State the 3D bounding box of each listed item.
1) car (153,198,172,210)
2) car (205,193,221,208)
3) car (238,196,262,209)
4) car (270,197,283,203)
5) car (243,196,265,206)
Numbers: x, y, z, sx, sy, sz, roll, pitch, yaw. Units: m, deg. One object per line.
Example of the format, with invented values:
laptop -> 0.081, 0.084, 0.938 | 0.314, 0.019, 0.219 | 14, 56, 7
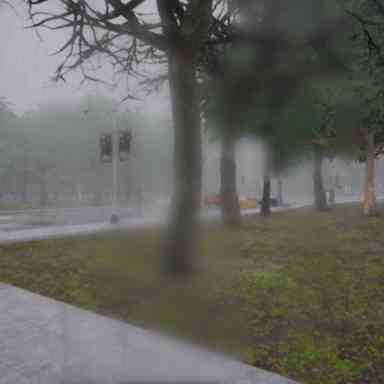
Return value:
car -> -3.017, 1.464, 42.499 | 1.812, 1.442, 4.674 | 0, 0, 35
car -> 4.053, 1.193, 46.614 | 2.150, 2.045, 5.566 | 0, 0, 36
car -> 7.340, 1.467, 45.610 | 1.882, 1.535, 5.008 | 0, 0, 36
car -> 13.130, 1.485, 53.821 | 1.882, 1.535, 5.008 | 0, 0, 36
car -> 10.416, 1.495, 55.615 | 1.837, 1.490, 4.892 | 0, 0, 36
